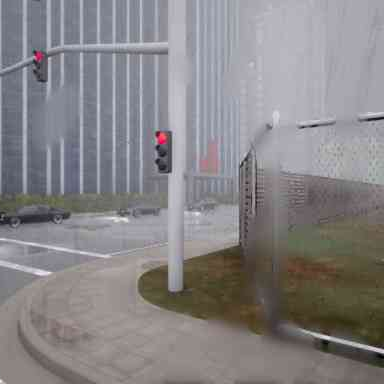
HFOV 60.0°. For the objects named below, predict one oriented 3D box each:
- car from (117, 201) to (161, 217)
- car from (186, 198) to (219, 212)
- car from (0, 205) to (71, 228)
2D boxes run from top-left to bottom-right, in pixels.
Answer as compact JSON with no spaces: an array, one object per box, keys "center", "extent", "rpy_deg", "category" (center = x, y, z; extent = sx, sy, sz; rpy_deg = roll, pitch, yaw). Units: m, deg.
[{"center":[-4.765,1.508,30.208],"extent":[1.994,1.385,4.181],"rpy_deg":[0,0,36],"category":"car"},{"center":[1.279,1.449,38.613],"extent":[1.837,1.490,4.892],"rpy_deg":[0,0,36],"category":"car"},{"center":[-10.612,1.545,22.065],"extent":[1.895,1.301,4.718],"rpy_deg":[0,0,36],"category":"car"}]
